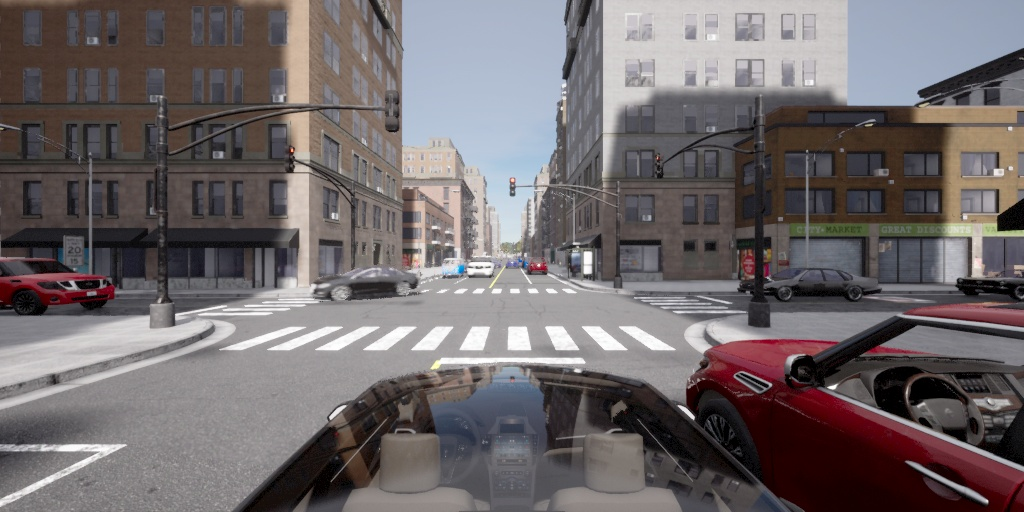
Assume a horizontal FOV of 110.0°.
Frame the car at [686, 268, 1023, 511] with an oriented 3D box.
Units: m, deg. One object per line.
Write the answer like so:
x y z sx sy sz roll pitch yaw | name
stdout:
2.637 1.065 1.289 2.192 1.841 5.009 0 0 0 | car

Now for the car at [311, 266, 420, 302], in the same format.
-6.936 1.256 17.377 4.902 1.511 2.128 0 1 -40 | car

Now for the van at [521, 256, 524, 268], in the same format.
2.689 1.084 54.879 1.690 1.789 3.998 0 0 0 | van

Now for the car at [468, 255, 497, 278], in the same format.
-2.852 0.967 33.707 2.150 2.045 5.566 0 0 0 | car

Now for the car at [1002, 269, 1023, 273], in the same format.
23.278 1.243 16.176 4.718 1.301 1.895 0 0 0 | car

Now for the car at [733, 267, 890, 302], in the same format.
13.289 1.232 16.162 5.357 1.411 2.033 0 0 0 | car

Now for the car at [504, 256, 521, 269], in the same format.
0.048 1.094 57.998 2.097 1.767 4.553 0 0 1 | car

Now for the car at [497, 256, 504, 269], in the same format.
-2.799 1.094 57.541 2.097 1.767 4.553 0 0 1 | car

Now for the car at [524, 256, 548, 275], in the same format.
2.704 1.060 38.660 2.192 1.841 5.009 0 0 0 | car

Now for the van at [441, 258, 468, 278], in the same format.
-5.408 1.087 33.253 1.690 1.789 3.998 0 0 0 | van

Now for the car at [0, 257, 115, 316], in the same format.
-18.199 1.044 13.163 5.566 2.045 2.150 0 0 0 | car
